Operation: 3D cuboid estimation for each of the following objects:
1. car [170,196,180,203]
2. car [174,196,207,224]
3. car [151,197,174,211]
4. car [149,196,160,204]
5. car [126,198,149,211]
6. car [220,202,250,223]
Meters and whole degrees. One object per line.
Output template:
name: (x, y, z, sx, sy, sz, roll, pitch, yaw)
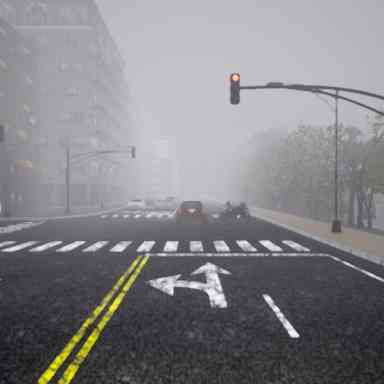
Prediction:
car: (-3.561, 1.511, 71.565, 1.994, 1.385, 4.181, 0, 0, 0)
car: (-0.017, 1.354, 24.917, 2.097, 1.767, 4.553, 0, 0, 0)
car: (-3.524, 1.576, 40.881, 1.895, 1.301, 4.718, 0, 0, 0)
car: (-6.826, 1.573, 55.034, 1.895, 1.301, 4.718, 0, 0, 0)
car: (-6.773, 1.501, 40.758, 1.812, 1.442, 4.674, 0, 0, 0)
car: (3.234, 1.478, 25.520, 2.128, 1.511, 4.902, 0, 0, 0)
